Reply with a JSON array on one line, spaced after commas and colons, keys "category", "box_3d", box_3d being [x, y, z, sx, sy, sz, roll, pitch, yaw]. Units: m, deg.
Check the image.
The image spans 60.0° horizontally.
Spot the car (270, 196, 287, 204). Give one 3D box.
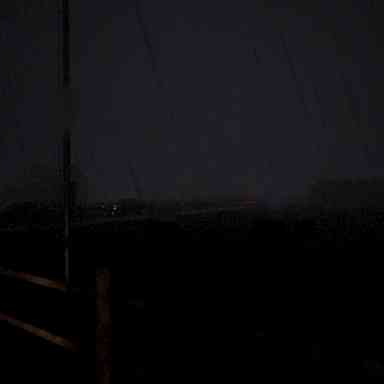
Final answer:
[{"category": "car", "box_3d": [15.735, 1.410, 60.500, 1.837, 1.490, 4.892, -1, 0, 34]}]

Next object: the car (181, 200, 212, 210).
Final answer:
[{"category": "car", "box_3d": [0.605, 1.663, 43.651, 1.895, 1.301, 4.718, -1, 0, 35]}]

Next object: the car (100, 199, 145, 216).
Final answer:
[{"category": "car", "box_3d": [-6.815, 1.470, 32.877, 2.097, 1.767, 4.553, -1, 0, 34]}]

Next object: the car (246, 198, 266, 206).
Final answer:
[{"category": "car", "box_3d": [10.104, 1.556, 52.291, 1.895, 1.301, 4.718, -1, 0, 34]}]

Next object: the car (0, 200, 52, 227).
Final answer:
[{"category": "car", "box_3d": [-12.756, 1.515, 24.344, 2.097, 1.767, 4.553, -1, 0, 36]}]
